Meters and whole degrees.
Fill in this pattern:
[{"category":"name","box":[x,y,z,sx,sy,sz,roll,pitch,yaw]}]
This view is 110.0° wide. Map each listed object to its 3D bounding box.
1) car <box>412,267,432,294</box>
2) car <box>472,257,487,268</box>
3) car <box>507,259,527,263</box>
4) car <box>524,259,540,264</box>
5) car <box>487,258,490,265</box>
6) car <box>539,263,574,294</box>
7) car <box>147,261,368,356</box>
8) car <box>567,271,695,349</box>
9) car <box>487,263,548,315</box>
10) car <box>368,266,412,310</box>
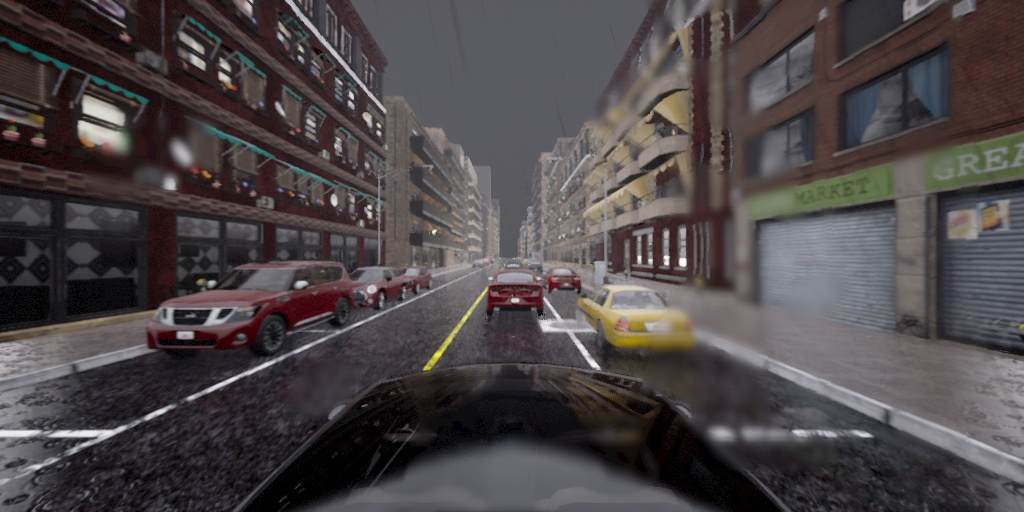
[{"category":"car","box":[-5.686,1.281,20.030,1.888,1.381,4.507,0,0,0]},{"category":"car","box":[-5.676,1.254,59.483,2.007,1.370,4.403,0,0,0]},{"category":"car","box":[0.109,1.253,31.604,1.812,1.442,4.674,0,0,0]},{"category":"car","box":[2.701,1.269,42.568,2.007,1.370,4.403,0,0,0]},{"category":"car","box":[-5.675,1.248,65.120,2.007,1.370,4.403,0,0,0]},{"category":"car","box":[2.694,1.281,20.023,1.888,1.381,4.507,0,0,0]},{"category":"car","box":[-5.689,1.060,8.757,2.192,1.841,5.009,0,0,0]},{"category":"car","box":[2.691,1.270,8.921,1.751,1.417,4.829,0,0,0]},{"category":"car","box":[0.104,1.219,13.591,1.882,1.535,5.008,0,0,0]},{"category":"car","box":[-5.688,1.180,14.393,1.967,1.591,4.097,0,0,0]}]
